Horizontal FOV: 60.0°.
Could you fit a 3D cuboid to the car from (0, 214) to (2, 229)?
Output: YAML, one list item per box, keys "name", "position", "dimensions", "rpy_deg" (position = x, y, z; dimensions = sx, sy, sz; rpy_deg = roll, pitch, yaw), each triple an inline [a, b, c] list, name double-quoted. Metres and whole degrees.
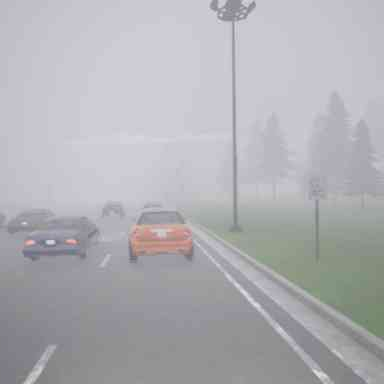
- name: "car"
  position: [-12.705, 1.609, 19.535]
  dimensions: [1.882, 1.535, 5.008]
  rpy_deg: [-1, 0, -7]

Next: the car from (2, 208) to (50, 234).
- name: "car"
  position: [-9.224, 1.655, 19.853]
  dimensions: [1.994, 1.385, 4.181]
  rpy_deg: [-1, 0, -7]

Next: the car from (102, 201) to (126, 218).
- name: "car"
  position: [-7.061, 1.560, 30.402]
  dimensions: [1.837, 1.490, 4.892]
  rpy_deg: [-1, -1, -7]

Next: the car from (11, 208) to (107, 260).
- name: "car"
  position: [-4.708, 1.592, 12.729]
  dimensions: [2.033, 1.411, 5.357]
  rpy_deg: [-1, 0, -8]

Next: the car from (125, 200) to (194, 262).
- name: "car"
  position: [-1.209, 1.358, 12.504]
  dimensions: [2.097, 1.767, 4.553]
  rpy_deg: [-1, 0, -7]

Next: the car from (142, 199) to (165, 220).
- name: "car"
  position: [-3.478, 1.496, 30.009]
  dimensions: [1.882, 1.535, 5.008]
  rpy_deg: [-1, 0, -7]
